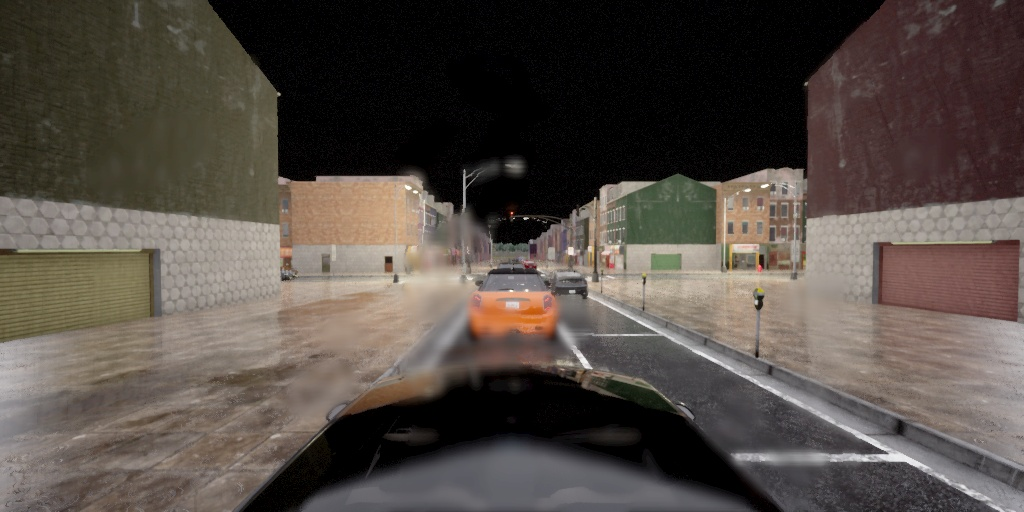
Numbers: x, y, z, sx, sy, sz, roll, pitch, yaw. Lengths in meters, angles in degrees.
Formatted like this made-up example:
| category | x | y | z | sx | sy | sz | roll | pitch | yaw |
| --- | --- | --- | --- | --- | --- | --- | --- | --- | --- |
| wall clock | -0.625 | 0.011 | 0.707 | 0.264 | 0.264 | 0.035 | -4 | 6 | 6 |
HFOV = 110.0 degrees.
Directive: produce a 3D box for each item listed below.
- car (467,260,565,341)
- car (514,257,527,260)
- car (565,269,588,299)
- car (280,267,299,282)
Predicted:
| category | x | y | z | sx | sy | sz | roll | pitch | yaw |
| --- | --- | --- | --- | --- | --- | --- | --- | --- | --- |
| car | 0.042 | 1.100 | 9.999 | 2.097 | 1.767 | 4.553 | 0 | 0 | 0 |
| car | -0.051 | 1.099 | 19.890 | 2.097 | 1.767 | 4.553 | 0 | 0 | 0 |
| car | 2.593 | 1.297 | 17.570 | 2.007 | 1.370 | 4.403 | 0 | 0 | 0 |
| car | -20.172 | 1.422 | 29.463 | 4.892 | 1.490 | 1.837 | 0 | 1 | 0 |
